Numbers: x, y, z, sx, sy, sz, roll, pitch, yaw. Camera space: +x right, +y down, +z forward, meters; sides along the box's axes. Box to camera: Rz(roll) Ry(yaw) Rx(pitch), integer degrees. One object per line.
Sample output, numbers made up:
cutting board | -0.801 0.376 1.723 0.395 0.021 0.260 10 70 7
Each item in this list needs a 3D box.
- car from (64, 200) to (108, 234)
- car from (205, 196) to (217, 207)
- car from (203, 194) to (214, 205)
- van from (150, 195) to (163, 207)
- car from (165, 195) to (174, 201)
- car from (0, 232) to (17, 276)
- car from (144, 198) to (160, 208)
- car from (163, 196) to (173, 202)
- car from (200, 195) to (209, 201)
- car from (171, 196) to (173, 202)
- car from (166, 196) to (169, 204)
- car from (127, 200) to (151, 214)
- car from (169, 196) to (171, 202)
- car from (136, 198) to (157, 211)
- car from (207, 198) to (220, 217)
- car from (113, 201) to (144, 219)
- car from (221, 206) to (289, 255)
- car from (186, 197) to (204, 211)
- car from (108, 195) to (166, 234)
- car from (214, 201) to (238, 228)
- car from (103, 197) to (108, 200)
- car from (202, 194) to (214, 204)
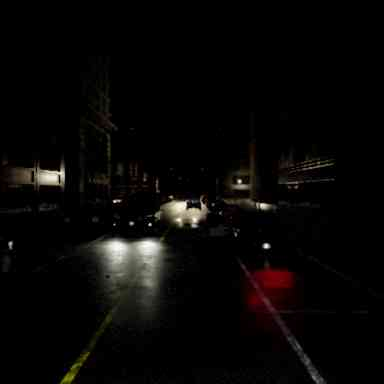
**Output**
car | -5.695 1.433 18.851 1.967 1.590 4.097 0 0 0
car | 2.915 1.568 41.372 1.802 1.307 4.206 0 0 0
car | 2.935 1.426 47.008 1.967 1.590 4.097 0 0 0
van | -5.569 1.330 52.672 1.690 1.788 3.998 0 0 0
car | -5.463 1.555 80.854 2.008 1.369 4.403 0 0 0
car | -5.737 1.548 7.578 2.008 1.369 4.403 0 0 0
car | -5.589 1.570 47.035 1.802 1.307 4.206 0 0 0
car | -5.484 1.566 75.218 1.947 1.339 4.313 0 0 0
car | 3.062 1.443 80.824 1.967 1.590 4.097 0 0 0
car | -5.505 1.562 69.581 1.947 1.339 4.313 0 0 0
car | -5.548 1.516 58.138 1.752 1.417 4.829 0 0 0
car | -5.631 1.554 35.762 1.947 1.339 4.313 0 0 0
car | -5.526 1.575 63.945 1.802 1.307 4.206 0 0 0
car | -5.610 1.538 41.398 2.008 1.369 4.403 0 0 0
car | 2.894 1.569 35.735 1.802 1.307 4.206 0 0 0
car | -5.652 1.556 30.125 1.947 1.339 4.313 0 0 0
car | 2.405 1.499 13.162 1.837 1.490 4.892 0 0 0
car | 0.227 1.588 41.279 1.895 1.301 4.718 0 0 1
car | -3.026 1.214 19.472 2.150 2.045 5.566 0 0 0
car | 2.852 1.572 24.463 1.802 1.307 4.206 0 0 0
car | -5.674 1.307 24.489 2.192 1.841 5.009 0 0 0
car | 2.998 1.306 63.916 2.192 1.841 5.009 0 0 0
